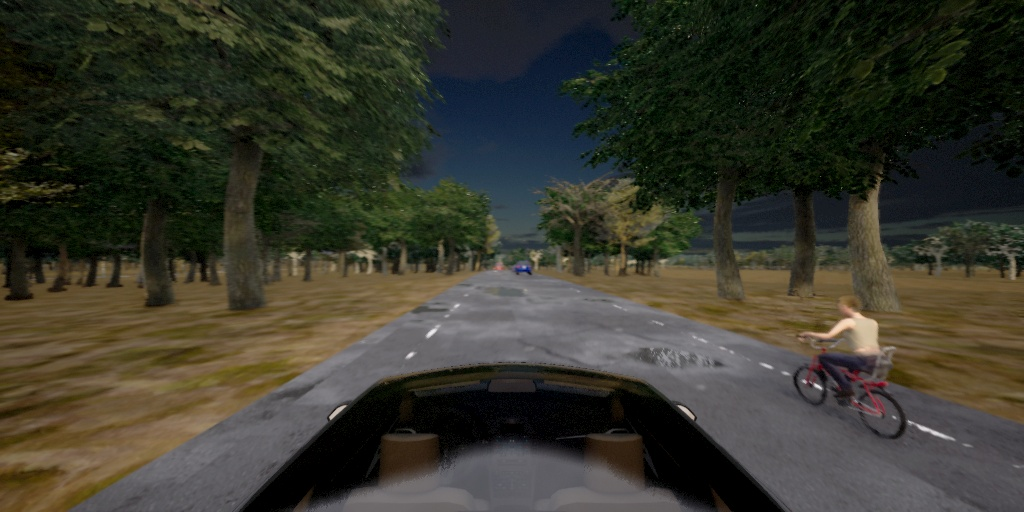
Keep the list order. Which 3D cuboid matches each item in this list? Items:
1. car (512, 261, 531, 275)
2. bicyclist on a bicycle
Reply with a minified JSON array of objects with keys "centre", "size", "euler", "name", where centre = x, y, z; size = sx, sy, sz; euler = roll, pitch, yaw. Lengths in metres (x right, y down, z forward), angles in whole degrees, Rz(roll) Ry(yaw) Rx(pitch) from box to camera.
[{"centre":[1.667,1.803,53.637],"size":[2.150,2.045,5.566],"euler":[1,-1,-2],"name":"car"},{"centre":[4.271,1.304,4.642],"size":[0.866,1.612,1.509],"euler":[1,-1,-2],"name":"bicyclist on a bicycle"}]
